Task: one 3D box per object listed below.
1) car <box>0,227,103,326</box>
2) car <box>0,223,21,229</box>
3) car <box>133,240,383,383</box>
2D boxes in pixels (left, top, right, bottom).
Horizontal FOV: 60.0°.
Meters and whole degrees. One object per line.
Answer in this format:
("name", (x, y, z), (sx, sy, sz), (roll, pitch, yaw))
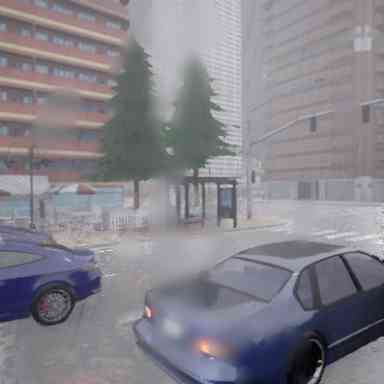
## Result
("car", (-3.861, 1.531, 5.509), (4.674, 1.442, 1.812), (-1, 1, -36))
("car", (-5.886, 1.533, 8.363), (4.674, 1.442, 1.812), (-1, 1, -36))
("car", (1.830, 1.483, 5.082), (5.357, 1.411, 2.033), (-1, 1, -35))
